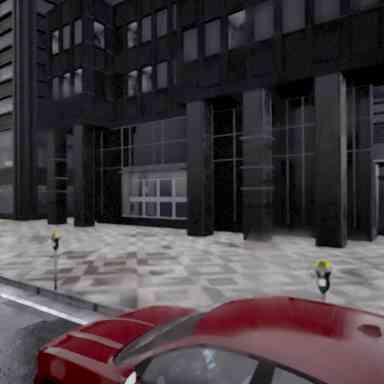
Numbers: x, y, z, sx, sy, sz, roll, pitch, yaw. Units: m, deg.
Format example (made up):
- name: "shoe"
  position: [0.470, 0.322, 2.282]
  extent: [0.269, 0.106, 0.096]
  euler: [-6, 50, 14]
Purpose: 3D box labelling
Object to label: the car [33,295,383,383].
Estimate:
- name: "car"
  position: [0.547, 1.553, 2.571]
  extent: [4.507, 1.381, 1.887]
  euler: [-1, 0, 35]
